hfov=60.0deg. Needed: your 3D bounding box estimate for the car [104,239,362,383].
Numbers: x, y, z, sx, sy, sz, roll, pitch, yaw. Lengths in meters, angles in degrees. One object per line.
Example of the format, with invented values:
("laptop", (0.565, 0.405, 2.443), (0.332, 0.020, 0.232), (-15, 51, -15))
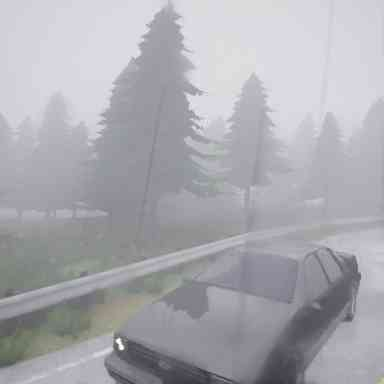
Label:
("car", (1.287, 1.535, 5.223), (2.033, 1.411, 5.357), (1, 1, 37))
